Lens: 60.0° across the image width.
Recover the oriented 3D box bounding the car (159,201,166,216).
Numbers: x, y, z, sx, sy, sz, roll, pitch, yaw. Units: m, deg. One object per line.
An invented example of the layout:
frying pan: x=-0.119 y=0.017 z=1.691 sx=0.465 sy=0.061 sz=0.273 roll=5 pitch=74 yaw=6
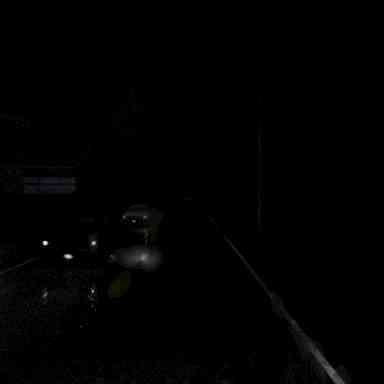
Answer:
car: x=-3.687 y=1.561 z=32.592 sx=1.994 sy=1.385 sz=4.181 roll=0 pitch=0 yaw=0

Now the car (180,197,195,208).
car: x=-0.614 y=1.467 z=46.615 sx=1.882 sy=1.535 sz=5.008 roll=0 pitch=0 yaw=-5

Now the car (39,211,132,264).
car: x=-3.657 y=1.604 z=12.046 sx=1.895 sy=1.301 sz=4.718 roll=0 pitch=0 yaw=0

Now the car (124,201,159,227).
car: x=-3.619 y=1.541 z=23.088 sx=1.812 sy=1.442 sz=4.674 roll=0 pitch=0 yaw=0
